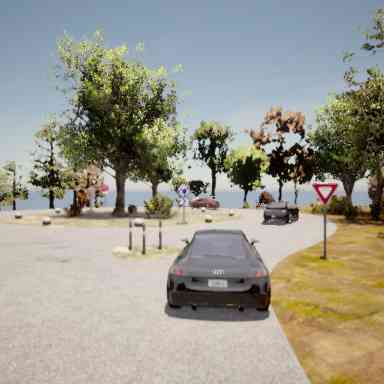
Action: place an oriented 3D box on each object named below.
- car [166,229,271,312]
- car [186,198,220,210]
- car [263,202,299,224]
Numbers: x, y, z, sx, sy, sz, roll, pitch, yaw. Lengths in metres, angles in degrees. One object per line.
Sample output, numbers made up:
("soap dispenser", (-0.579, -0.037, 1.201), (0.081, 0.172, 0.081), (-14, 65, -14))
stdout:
("car", (0.642, 1.561, 7.803), (1.994, 1.385, 4.181), (0, 0, 5))
("car", (1.344, 1.510, 42.983), (4.674, 1.442, 1.812), (0, 0, 36))
("car", (6.744, 1.482, 24.927), (2.128, 1.511, 4.902), (0, 0, 29))
